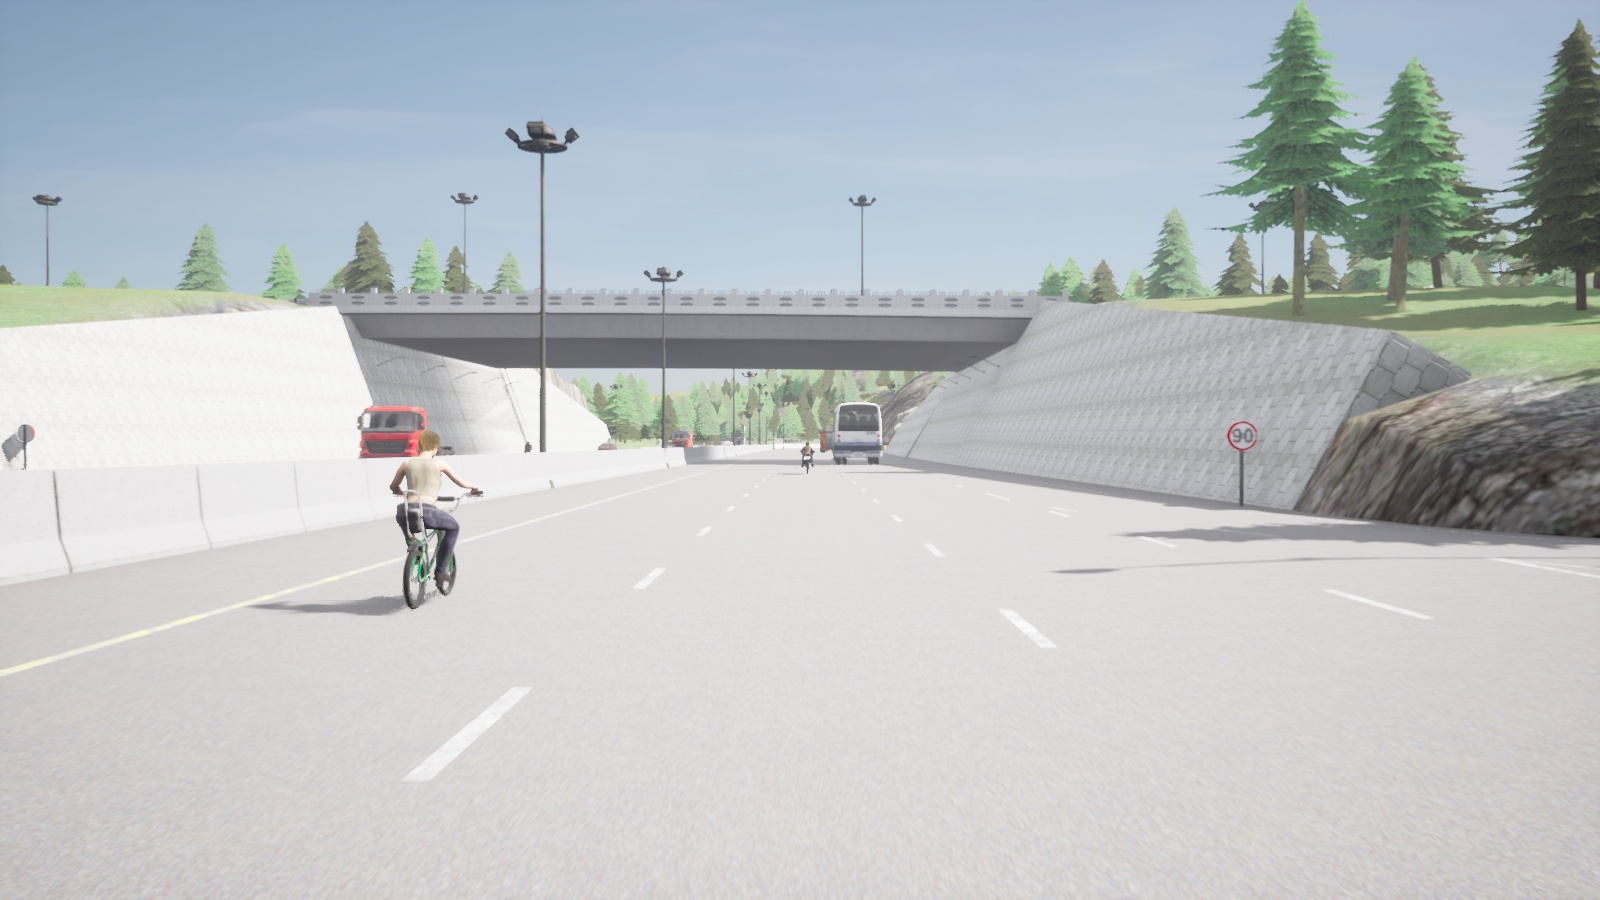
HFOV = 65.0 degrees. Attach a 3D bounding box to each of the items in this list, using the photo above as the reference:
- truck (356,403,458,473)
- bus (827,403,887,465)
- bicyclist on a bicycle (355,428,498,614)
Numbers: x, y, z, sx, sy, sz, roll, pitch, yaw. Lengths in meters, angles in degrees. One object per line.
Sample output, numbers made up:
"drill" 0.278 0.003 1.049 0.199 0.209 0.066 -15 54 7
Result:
"truck" -20.607 -0.626 66.362 2.891 3.462 7.936 0 0 0
"bus" 4.036 -1.141 91.312 3.944 4.253 10.273 0 0 0
"bicyclist on a bicycle" -3.423 0.615 11.652 0.866 1.612 1.509 0 0 1
